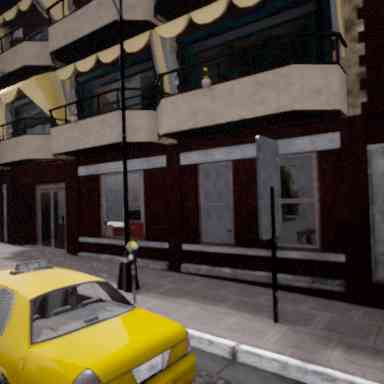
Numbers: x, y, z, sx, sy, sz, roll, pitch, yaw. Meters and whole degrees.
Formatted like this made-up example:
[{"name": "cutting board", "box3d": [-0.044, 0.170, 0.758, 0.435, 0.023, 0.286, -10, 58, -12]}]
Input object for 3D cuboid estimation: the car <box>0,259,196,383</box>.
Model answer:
[{"name": "car", "box3d": [-2.240, 1.566, 4.347, 4.829, 1.417, 1.752, -1, -2, 36]}]
